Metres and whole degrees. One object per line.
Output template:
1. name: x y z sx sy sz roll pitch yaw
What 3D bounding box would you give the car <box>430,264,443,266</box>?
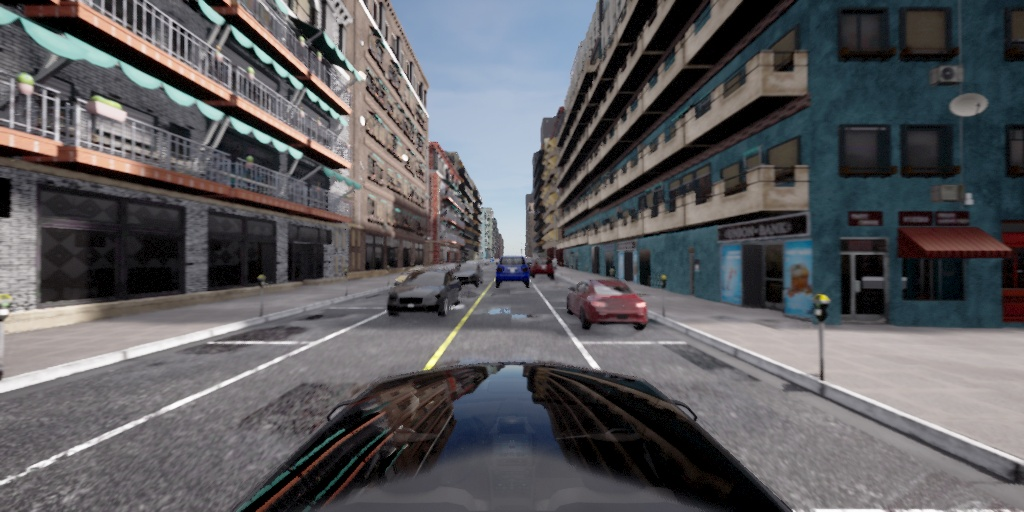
1. car: -5.686 1.277 21.715 1.751 1.417 4.829 0 0 0

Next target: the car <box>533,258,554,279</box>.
1. car: 2.697 1.069 32.918 2.192 1.841 5.009 0 0 0

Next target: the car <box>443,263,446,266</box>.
1. car: -5.685 1.303 27.409 2.007 1.370 4.403 0 0 0

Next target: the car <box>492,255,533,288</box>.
1. car: 0.046 0.976 24.178 2.150 2.045 5.566 0 0 0

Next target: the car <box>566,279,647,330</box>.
1. car: 2.694 1.333 10.823 1.802 1.307 4.207 0 0 0

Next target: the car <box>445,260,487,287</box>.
1. car: -2.997 1.257 24.378 1.837 1.490 4.892 0 0 0

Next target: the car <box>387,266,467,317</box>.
1. car: -3.029 1.257 13.226 1.837 1.490 4.892 0 -1 0
